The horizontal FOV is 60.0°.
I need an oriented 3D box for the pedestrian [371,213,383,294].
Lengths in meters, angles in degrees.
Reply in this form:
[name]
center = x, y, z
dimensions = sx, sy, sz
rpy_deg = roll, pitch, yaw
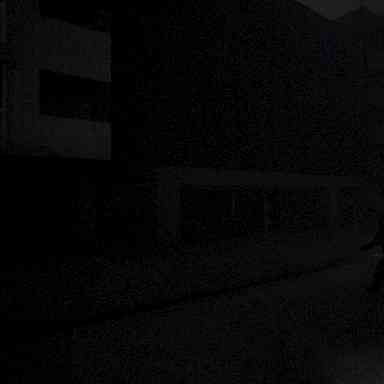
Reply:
[pedestrian]
center = 4.015, 1.294, 6.828
dimensions = 0.375, 1.860, 0.375
rpy_deg = 0, 0, -36
